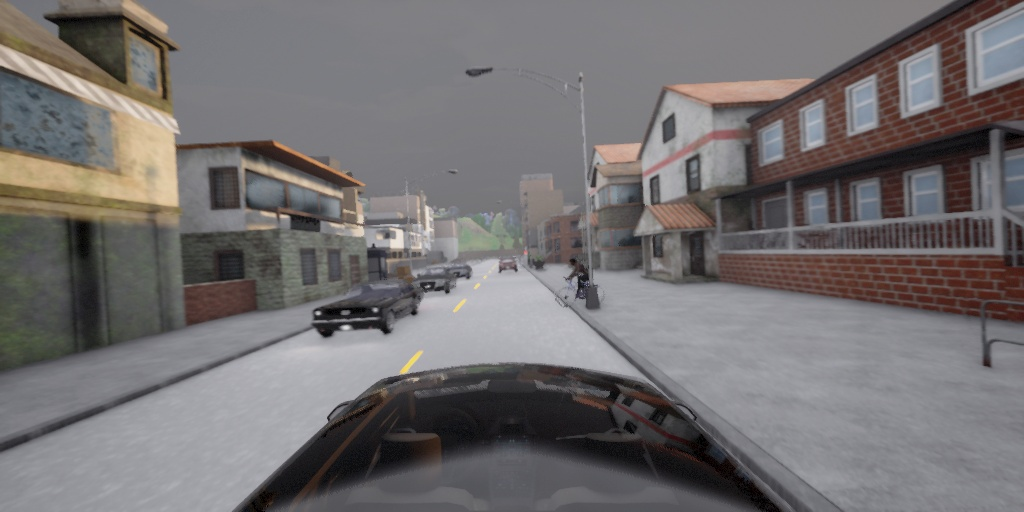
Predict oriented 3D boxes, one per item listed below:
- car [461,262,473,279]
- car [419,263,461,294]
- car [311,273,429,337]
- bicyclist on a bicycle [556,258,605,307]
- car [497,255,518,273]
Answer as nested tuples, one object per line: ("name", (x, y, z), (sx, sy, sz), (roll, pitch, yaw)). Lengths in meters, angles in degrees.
("car", (-4.432, 1.248, 30.268), (1.994, 1.385, 4.181), (-3, 1, 0))
("car", (-4.323, 1.348, 20.305), (1.994, 1.385, 4.181), (-3, 1, -1))
("car", (-4.203, 1.475, 11.203), (1.895, 1.301, 4.718), (-3, 1, -1))
("bicyclist on a bicycle", (2.251, 0.878, 12.009), (1.656, 1.620, 0.582), (-5, 1, -1))
("car", (-0.408, 0.917, 37.308), (1.812, 1.442, 4.674), (-3, 1, 0))
